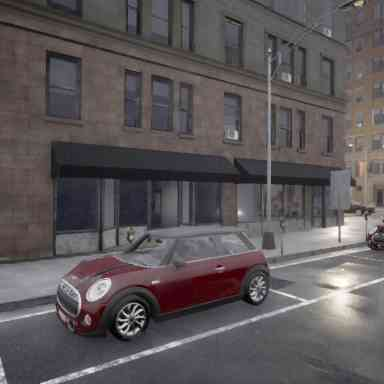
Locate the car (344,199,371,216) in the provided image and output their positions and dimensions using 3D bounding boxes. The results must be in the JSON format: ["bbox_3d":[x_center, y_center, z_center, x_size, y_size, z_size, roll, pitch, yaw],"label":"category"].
[{"bbox_3d":[14.742,1.404,31.710,1.882,1.535,5.008,1,0,-37],"label":"car"}]

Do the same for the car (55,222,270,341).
[{"bbox_3d":[-0.429,1.441,6.441,4.097,1.590,1.967,0,0,-35],"label":"car"}]

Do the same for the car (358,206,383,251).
[{"bbox_3d":[8.530,1.445,12.801,4.097,1.590,1.967,0,0,-35],"label":"car"}]
